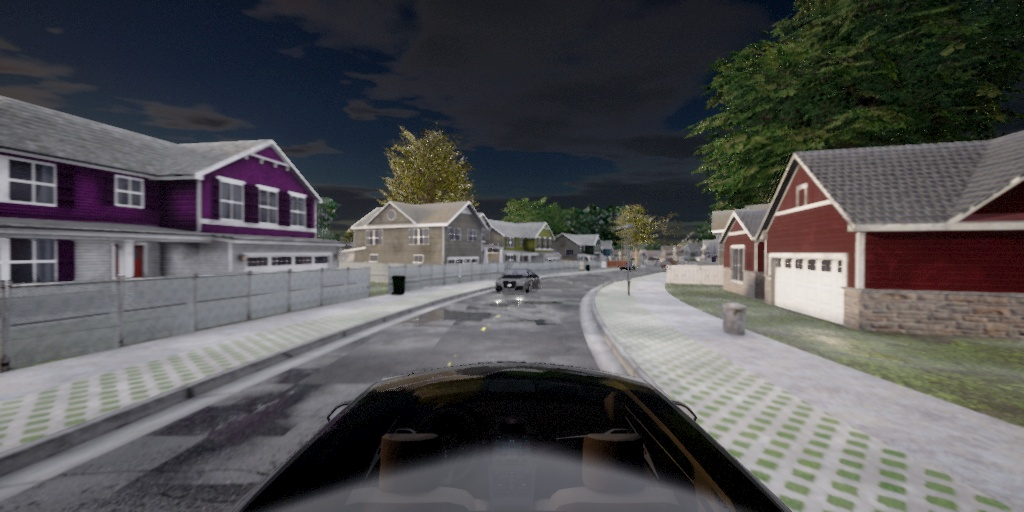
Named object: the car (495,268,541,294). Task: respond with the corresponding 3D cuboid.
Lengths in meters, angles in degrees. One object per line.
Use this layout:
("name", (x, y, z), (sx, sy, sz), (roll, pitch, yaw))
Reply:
("car", (0.435, 1.453, 21.878), (1.994, 1.385, 4.181), (0, 0, 17))

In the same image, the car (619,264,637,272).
("car", (18.911, 1.890, 58.485), (1.895, 1.301, 4.718), (1, 0, 30))
